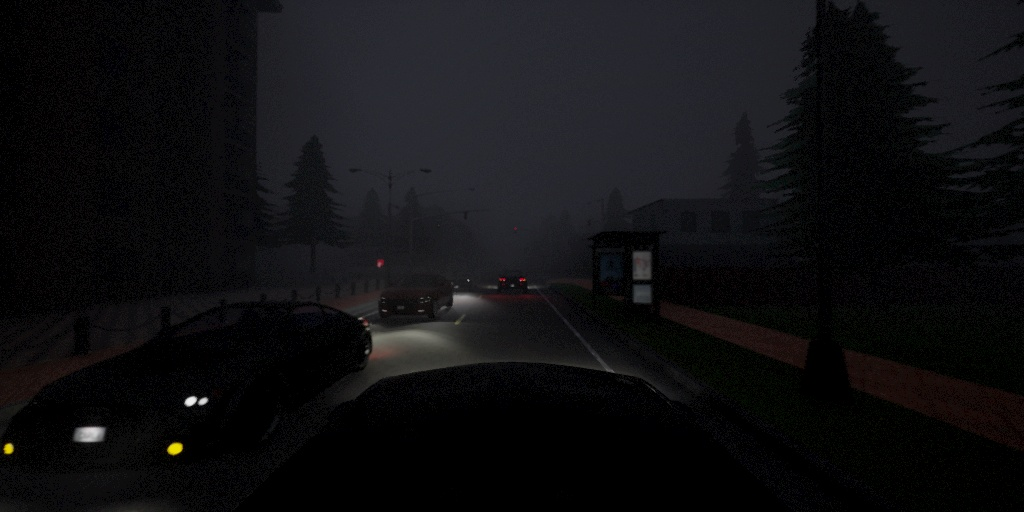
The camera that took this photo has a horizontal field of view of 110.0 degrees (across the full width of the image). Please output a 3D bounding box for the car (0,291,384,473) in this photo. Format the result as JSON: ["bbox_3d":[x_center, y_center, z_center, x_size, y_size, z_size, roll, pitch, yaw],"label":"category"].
[{"bbox_3d":[-3.593,1.358,5.044,1.994,1.385,4.181,0,-1,0],"label":"car"}]

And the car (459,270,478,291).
[{"bbox_3d":[-3.480,1.661,24.902,1.895,1.301,4.718,0,-1,0],"label":"car"}]

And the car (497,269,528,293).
[{"bbox_3d":[0.047,1.562,23.108,1.812,1.442,4.674,0,-1,1],"label":"car"}]

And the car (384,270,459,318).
[{"bbox_3d":[-3.536,1.392,13.971,1.882,1.535,5.008,0,0,1],"label":"car"}]
